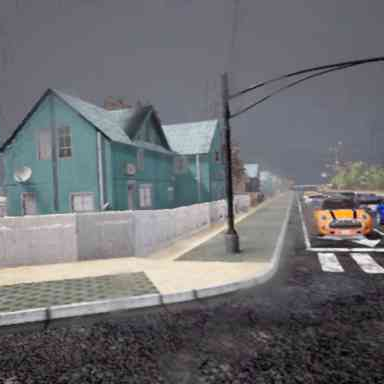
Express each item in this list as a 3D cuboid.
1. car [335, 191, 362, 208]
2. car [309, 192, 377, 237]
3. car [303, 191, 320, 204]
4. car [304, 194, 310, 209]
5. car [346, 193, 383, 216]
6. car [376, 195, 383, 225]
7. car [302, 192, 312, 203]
[{"bbox_3d":[16.272,0.756,34.843,1.837,1.490,4.892,-3,0,17],"label":"car"},{"bbox_3d":[6.942,1.045,15.790,2.097,1.767,4.553,-3,0,17],"label":"car"},{"bbox_3d":[15.906,0.737,44.548,1.882,1.535,5.008,-3,0,18],"label":"car"},{"bbox_3d":[9.760,1.101,24.837,2.033,1.411,5.357,-3,0,17],"label":"car"},{"bbox_3d":[13.336,0.885,25.402,2.128,1.511,4.902,-3,0,17],"label":"car"},{"bbox_3d":[10.544,1.009,16.419,1.882,1.535,5.008,-3,0,17],"label":"car"},{"bbox_3d":[12.784,0.933,34.560,1.812,1.442,4.674,-3,0,17],"label":"car"}]
